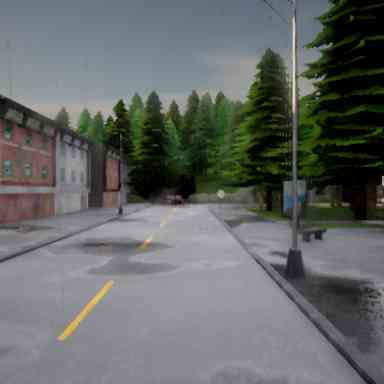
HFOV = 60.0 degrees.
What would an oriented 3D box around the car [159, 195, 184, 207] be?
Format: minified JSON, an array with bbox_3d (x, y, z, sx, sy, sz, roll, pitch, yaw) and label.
[{"bbox_3d":[-3.060,1.232,50.324,2.097,1.767,4.553,0,0,27],"label":"car"}]
